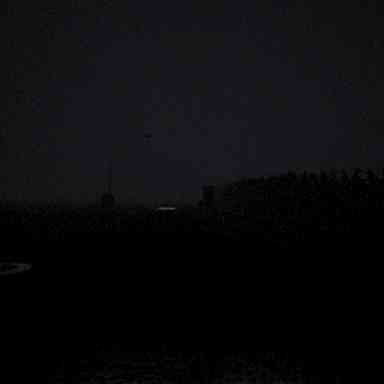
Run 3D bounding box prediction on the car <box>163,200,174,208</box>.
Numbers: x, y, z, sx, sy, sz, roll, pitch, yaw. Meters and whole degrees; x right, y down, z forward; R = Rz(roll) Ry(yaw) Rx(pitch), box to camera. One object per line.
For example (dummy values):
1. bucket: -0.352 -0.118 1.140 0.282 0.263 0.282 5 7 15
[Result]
1. car: -4.286 2.130 61.013 2.033 1.411 5.357 0 -1 -1
